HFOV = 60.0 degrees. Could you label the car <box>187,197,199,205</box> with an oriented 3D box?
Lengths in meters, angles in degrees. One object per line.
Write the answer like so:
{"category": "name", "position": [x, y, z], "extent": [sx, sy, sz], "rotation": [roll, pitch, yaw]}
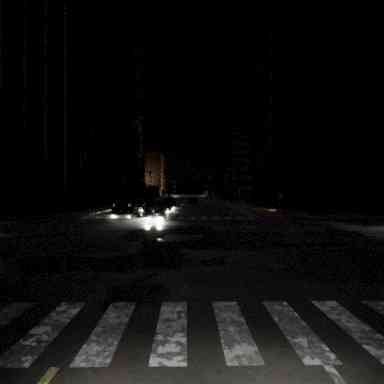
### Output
{"category": "car", "position": [0.109, 1.525, 56.474], "extent": [2.033, 1.411, 5.357], "rotation": [0, 0, 0]}

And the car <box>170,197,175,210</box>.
{"category": "car", "position": [-3.579, 1.547, 41.915], "extent": [1.994, 1.385, 4.181], "rotation": [0, 0, 0]}

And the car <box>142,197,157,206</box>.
{"category": "car", "position": [-7.034, 1.579, 55.264], "extent": [1.895, 1.301, 4.718], "rotation": [0, 0, 1]}

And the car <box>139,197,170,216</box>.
{"category": "car", "position": [-3.555, 1.479, 32.455], "extent": [2.128, 1.511, 4.902], "rotation": [0, 0, -1]}

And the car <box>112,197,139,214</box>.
{"category": "car", "position": [-7.078, 1.338, 35.531], "extent": [2.097, 1.767, 4.553], "rotation": [0, 0, 0]}

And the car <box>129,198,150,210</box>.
{"category": "car", "position": [-7.079, 1.530, 45.004], "extent": [2.033, 1.411, 5.357], "rotation": [0, 0, 0]}
